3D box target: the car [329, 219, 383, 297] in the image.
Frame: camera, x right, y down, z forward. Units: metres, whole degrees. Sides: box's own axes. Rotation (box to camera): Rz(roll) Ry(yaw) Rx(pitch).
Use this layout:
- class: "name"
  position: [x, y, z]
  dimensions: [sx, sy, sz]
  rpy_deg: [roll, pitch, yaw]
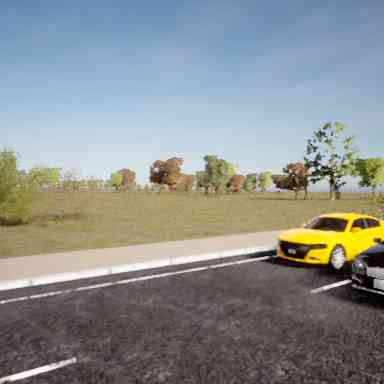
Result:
- class: "car"
  position: [5.605, 1.488, 7.683]
  dimensions: [4.902, 1.511, 2.128]
  rpy_deg: [0, 0, -35]

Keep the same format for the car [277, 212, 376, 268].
- class: "car"
  position: [4.972, 1.473, 11.223]
  dimensions: [5.008, 1.535, 1.882]
  rpy_deg: [0, 0, -35]
